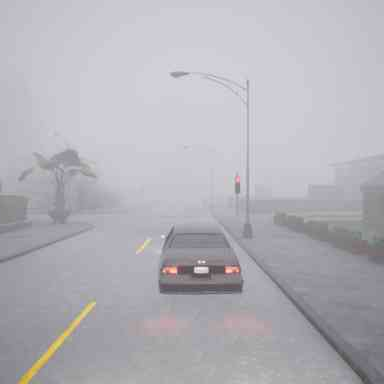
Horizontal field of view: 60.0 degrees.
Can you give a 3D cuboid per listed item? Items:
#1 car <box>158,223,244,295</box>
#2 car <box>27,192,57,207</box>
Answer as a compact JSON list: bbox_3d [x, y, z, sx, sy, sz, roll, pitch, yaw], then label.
[{"bbox_3d":[0.109,1.547,8.902,2.033,1.411,5.357,0,0,-2],"label":"car"},{"bbox_3d":[-19.782,0.986,43.806,1.905,1.878,3.866,0,0,35],"label":"car"}]
